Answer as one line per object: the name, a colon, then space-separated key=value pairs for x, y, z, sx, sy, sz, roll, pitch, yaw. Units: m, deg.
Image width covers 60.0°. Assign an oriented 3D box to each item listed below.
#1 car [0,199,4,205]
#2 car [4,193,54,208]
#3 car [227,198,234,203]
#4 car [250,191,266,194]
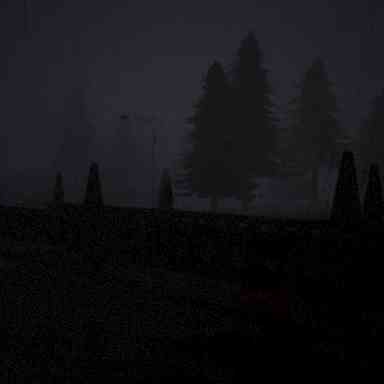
car: x=-20.116 y=0.906 z=31.229 sx=1.895 sy=1.301 sz=4.718 roll=2 pitch=1 yaw=38
car: x=-14.916 y=0.878 z=32.228 sx=2.128 sy=1.511 sz=4.902 roll=2 pitch=1 yaw=38
car: x=6.429 y=1.088 z=54.257 sx=1.895 sy=1.301 sz=4.718 roll=2 pitch=1 yaw=37
car: x=12.687 y=0.716 z=62.465 sx=2.150 sy=2.045 sz=5.566 roll=2 pitch=1 yaw=38
